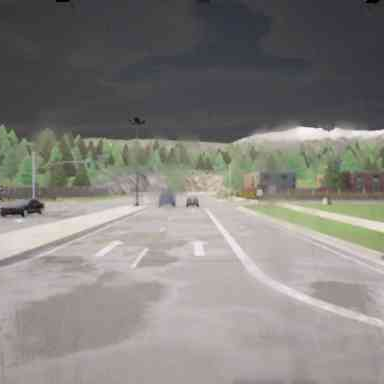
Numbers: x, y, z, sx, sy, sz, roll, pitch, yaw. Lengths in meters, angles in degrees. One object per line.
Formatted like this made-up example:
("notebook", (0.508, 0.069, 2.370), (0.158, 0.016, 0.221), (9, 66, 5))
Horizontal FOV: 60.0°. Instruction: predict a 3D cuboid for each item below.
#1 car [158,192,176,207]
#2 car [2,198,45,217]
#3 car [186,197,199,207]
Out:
("car", (-3.435, 1.055, 46.637), (2.150, 2.045, 5.566), (0, 1, 0))
("car", (-15.082, 1.369, 29.968), (1.882, 1.535, 5.008), (0, 0, 0))
("car", (0.083, 1.380, 46.347), (2.033, 1.411, 5.357), (0, 0, 0))
